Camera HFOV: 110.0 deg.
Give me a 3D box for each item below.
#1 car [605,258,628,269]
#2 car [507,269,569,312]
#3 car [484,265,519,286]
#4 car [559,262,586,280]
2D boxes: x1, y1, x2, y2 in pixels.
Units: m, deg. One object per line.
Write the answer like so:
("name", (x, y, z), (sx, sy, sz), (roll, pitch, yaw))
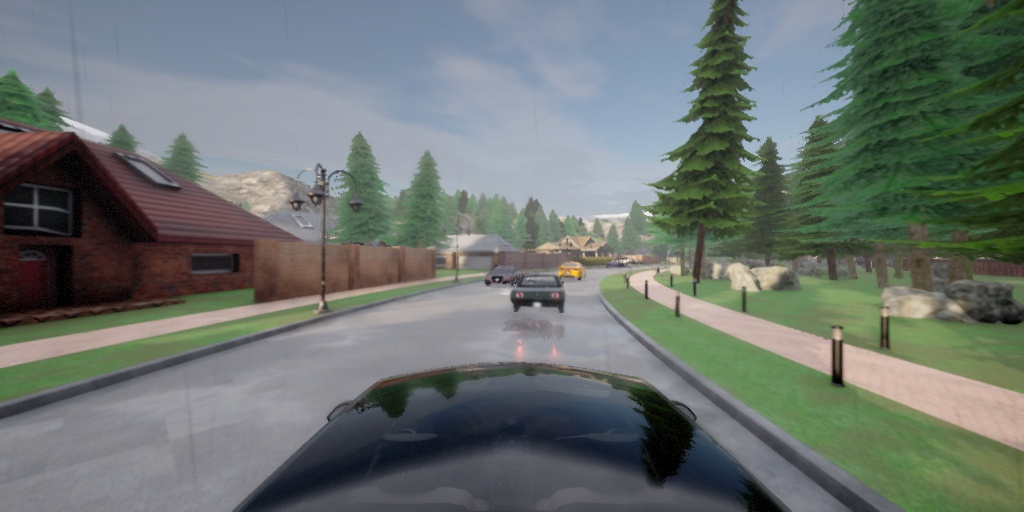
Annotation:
("car", (17.987, 1.485, 62.439), (1.895, 1.301, 4.718), (0, 0, 38))
("car", (1.160, 1.368, 14.346), (1.895, 1.301, 4.718), (0, 0, 8))
("car", (-0.466, 1.333, 24.864), (1.994, 1.385, 4.181), (0, 0, 14))
("car", (5.408, 1.278, 31.759), (1.882, 1.535, 5.008), (0, 0, 18))
